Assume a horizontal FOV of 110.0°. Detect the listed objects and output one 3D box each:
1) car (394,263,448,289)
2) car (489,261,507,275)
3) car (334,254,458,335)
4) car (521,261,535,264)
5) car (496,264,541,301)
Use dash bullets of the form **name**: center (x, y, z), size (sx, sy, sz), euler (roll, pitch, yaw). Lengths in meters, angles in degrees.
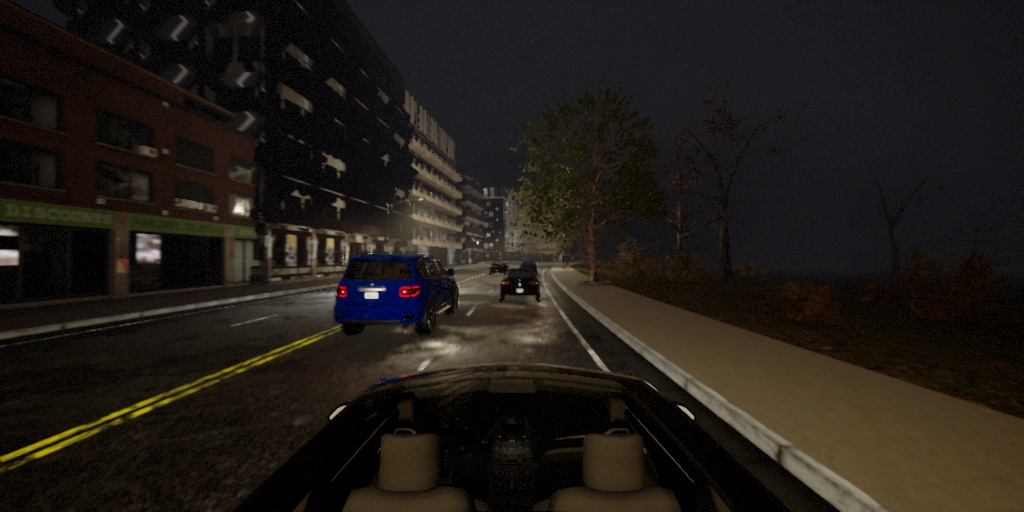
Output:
- **car**: center (-5.969, 1.270, 24.257), size (2.128, 1.511, 4.902), euler (0, 0, 3)
- **car**: center (-1.383, 1.293, 40.272), size (2.128, 1.511, 4.902), euler (0, 0, 5)
- **car**: center (-3.074, 0.978, 10.694), size (2.150, 2.045, 5.566), euler (0, 0, 1)
- **car**: center (1.810, 1.274, 39.388), size (1.882, 1.535, 5.008), euler (0, 0, 5)
- **car**: center (0.417, 1.287, 17.478), size (1.812, 1.442, 4.674), euler (0, 0, 2)
